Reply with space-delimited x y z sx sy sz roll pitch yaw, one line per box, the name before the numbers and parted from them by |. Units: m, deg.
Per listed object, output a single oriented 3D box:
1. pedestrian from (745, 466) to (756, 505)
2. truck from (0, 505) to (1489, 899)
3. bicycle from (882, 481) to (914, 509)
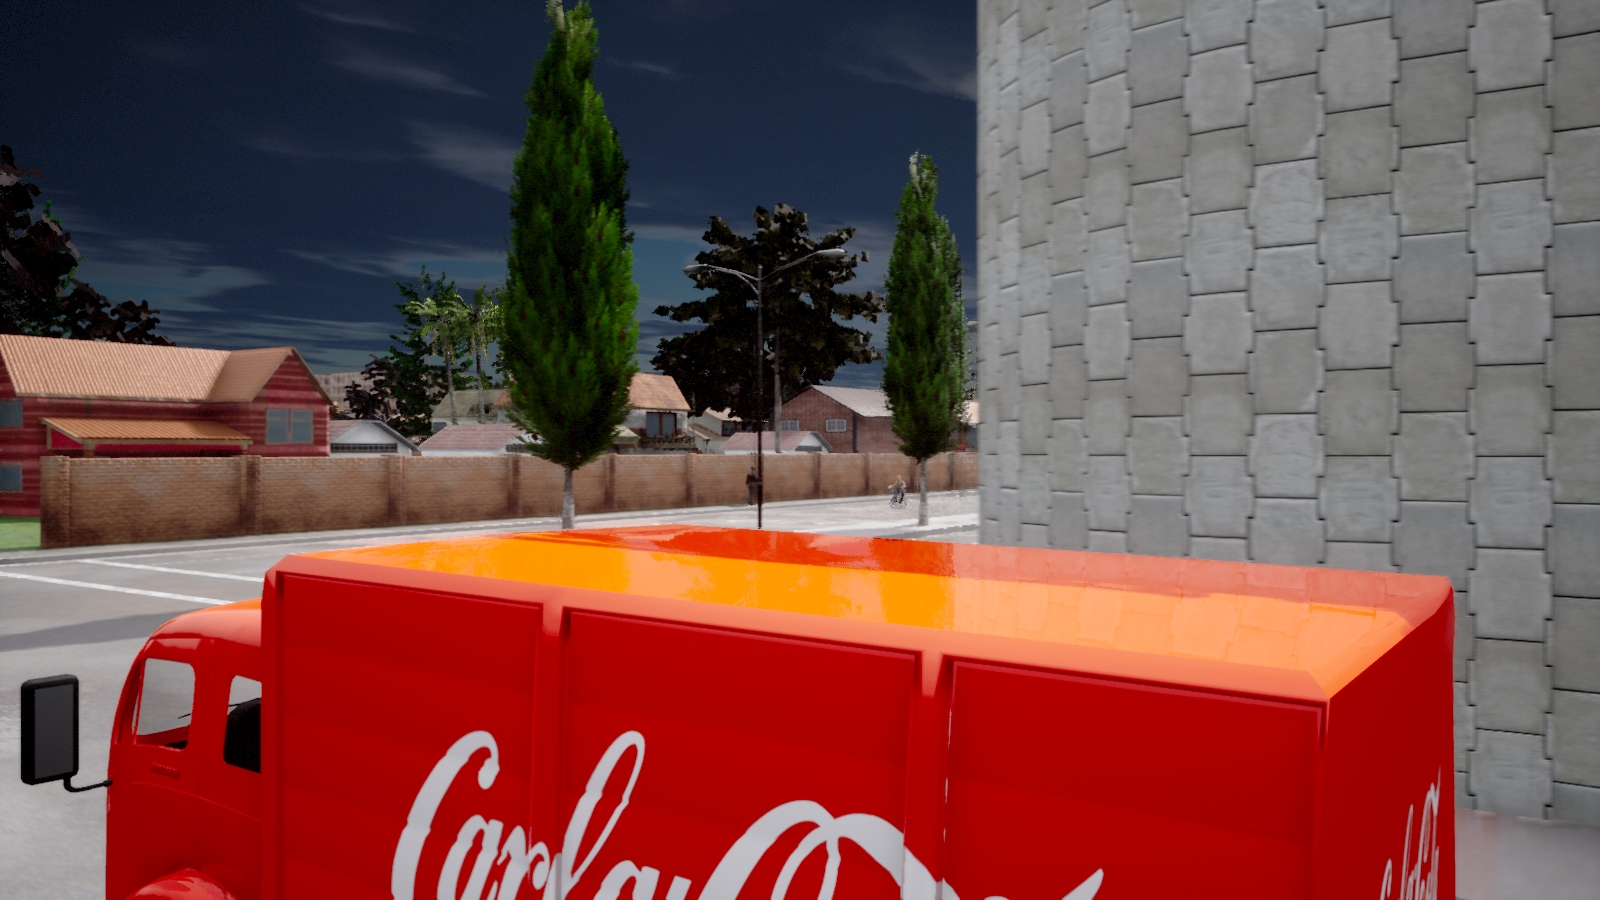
pedestrian | -2.363 1.698 54.453 0.375 1.860 0.375 0 0 30
truck | -0.595 1.571 4.263 5.204 2.467 2.627 0 0 36
bicycle | 4.694 2.145 54.637 0.859 1.301 1.487 0 0 35
